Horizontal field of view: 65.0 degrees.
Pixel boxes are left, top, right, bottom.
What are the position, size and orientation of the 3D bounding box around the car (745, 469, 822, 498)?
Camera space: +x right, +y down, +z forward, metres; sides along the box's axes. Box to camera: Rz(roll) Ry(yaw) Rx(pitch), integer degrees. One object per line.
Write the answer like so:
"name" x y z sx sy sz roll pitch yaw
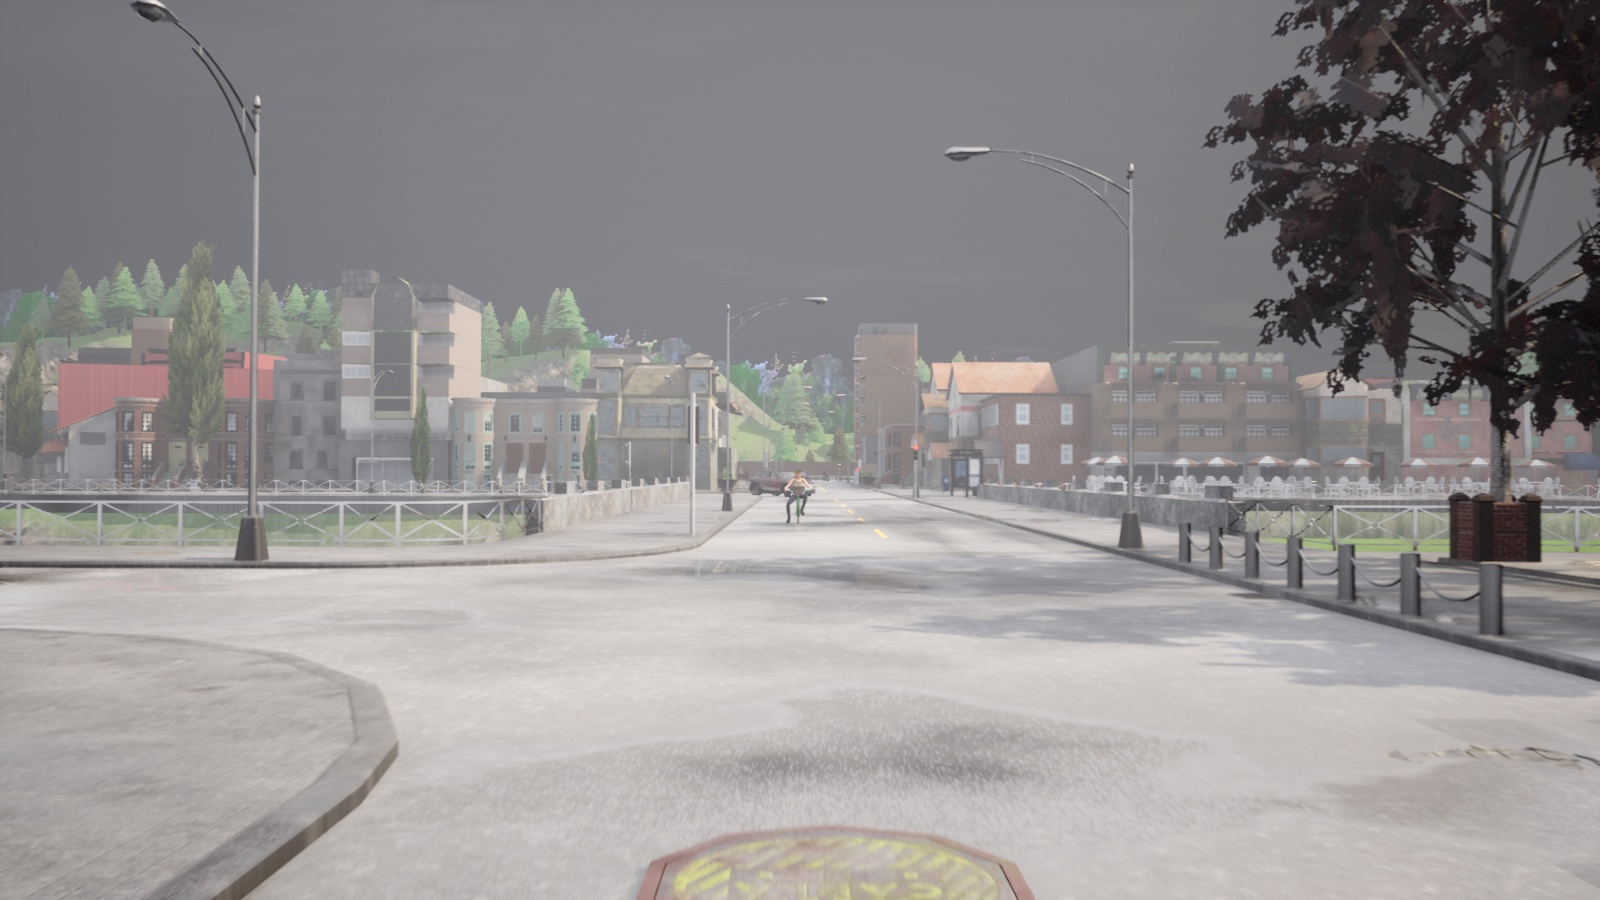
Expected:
"car" -1.048 2.019 75.906 2.033 1.649 4.856 2 -2 -40
